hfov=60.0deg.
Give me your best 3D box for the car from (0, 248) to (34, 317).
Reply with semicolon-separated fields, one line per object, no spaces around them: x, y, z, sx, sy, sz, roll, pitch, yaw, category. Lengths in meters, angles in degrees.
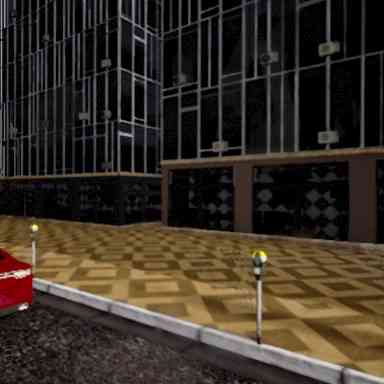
-4.818;1.494;6.313;4.507;1.381;1.887;0;0;35;car
